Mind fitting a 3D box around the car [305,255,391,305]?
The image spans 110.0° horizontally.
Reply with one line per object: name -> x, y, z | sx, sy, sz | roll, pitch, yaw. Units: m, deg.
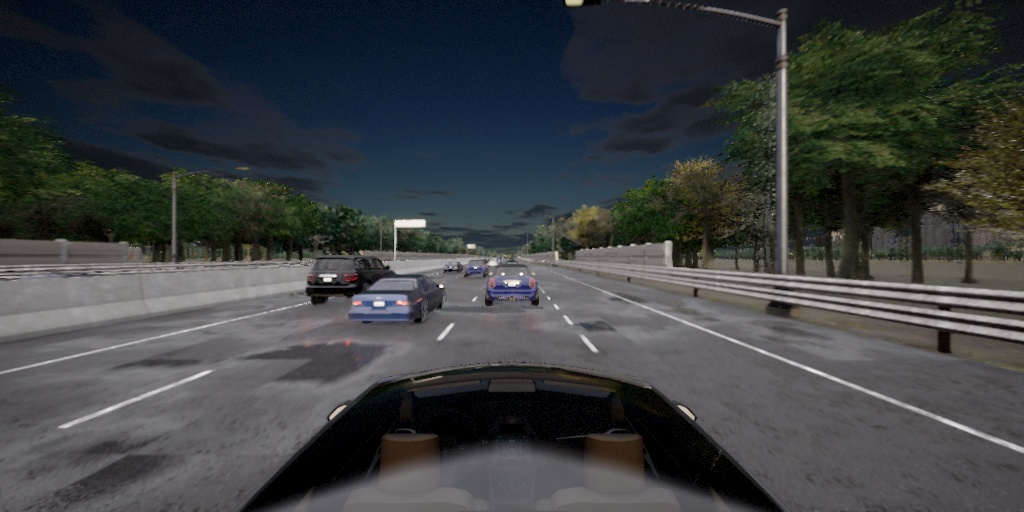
car -> -6.995, 0.989, 16.282 | 2.150, 2.045, 5.566 | 0, 0, 0

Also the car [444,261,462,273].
car -> -6.986, 1.353, 43.403 | 2.033, 1.411, 5.357 | 0, 0, 0

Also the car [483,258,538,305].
car -> 0.008, 1.118, 16.120 | 2.097, 1.767, 4.553 | 0, 0, 0

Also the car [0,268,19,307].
car -> -21.092, 1.254, 12.099 | 2.128, 1.511, 4.902 | 0, 0, 0

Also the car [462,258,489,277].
car -> -3.491, 1.147, 36.534 | 2.097, 1.767, 4.553 | 0, 0, 0

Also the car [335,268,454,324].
car -> -3.498, 1.309, 11.944 | 2.033, 1.411, 5.357 | 0, 0, 0

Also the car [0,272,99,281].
car -> -17.590, 1.328, 13.772 | 1.994, 1.385, 4.181 | 0, 0, 0
